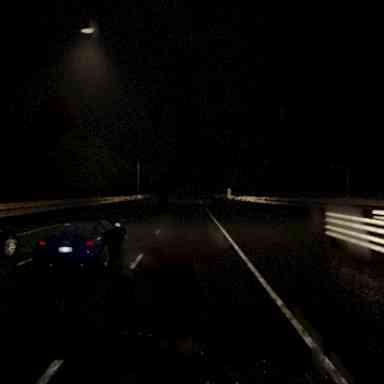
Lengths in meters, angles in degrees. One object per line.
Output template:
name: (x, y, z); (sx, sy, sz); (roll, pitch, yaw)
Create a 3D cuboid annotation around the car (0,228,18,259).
car: (-6.903, 1.457, 9.513); (1.837, 1.490, 4.892); (0, 0, 0)

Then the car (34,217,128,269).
car: (-3.404, 1.509, 10.940); (1.994, 1.385, 4.181); (0, 0, 0)

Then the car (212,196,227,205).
car: (4.526, 1.327, 54.801); (2.128, 1.511, 4.902); (0, 0, -5)
